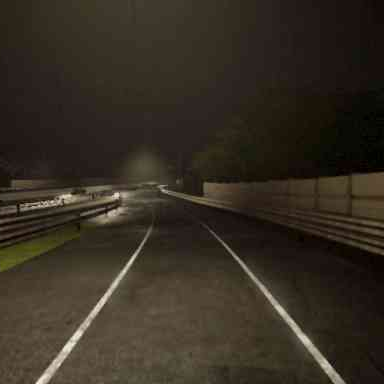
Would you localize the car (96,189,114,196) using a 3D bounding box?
[{"bbox_3d":[-20.353,0.042,79.984,2.128,1.511,4.902,0,3,9],"label":"car"}]

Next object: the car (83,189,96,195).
[{"bbox_3d":[-23.809,0.100,80.535,1.895,1.301,4.718,0,3,9],"label":"car"}]

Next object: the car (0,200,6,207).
[{"bbox_3d":[-28.973,1.555,46.981,2.150,2.045,5.566,0,3,9],"label":"car"}]

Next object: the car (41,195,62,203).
[{"bbox_3d":[-23.850,1.295,57.270,2.033,1.411,5.357,0,3,9],"label":"car"}]

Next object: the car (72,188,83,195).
[{"bbox_3d":[-27.278,-0.148,81.001,2.097,1.767,4.553,0,3,9],"label":"car"}]
